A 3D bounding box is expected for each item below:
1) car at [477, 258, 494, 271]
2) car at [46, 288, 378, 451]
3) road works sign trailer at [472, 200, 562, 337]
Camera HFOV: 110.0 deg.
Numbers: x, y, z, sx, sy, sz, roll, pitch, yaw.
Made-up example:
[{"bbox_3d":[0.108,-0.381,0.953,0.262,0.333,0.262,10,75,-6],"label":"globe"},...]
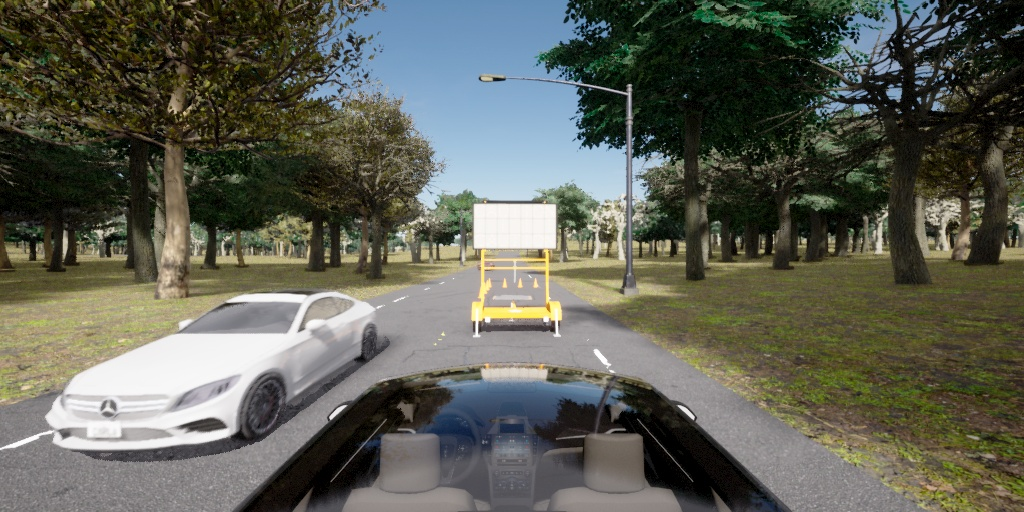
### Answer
[{"bbox_3d":[-3.549,1.124,48.868,2.097,1.767,4.553,0,0,0],"label":"car"},{"bbox_3d":[-3.592,1.274,5.492,1.812,1.442,4.674,0,0,0],"label":"car"},{"bbox_3d":[0.079,0.221,10.297,2.380,3.560,2.880,0,0,-2],"label":"road works sign trailer"}]
